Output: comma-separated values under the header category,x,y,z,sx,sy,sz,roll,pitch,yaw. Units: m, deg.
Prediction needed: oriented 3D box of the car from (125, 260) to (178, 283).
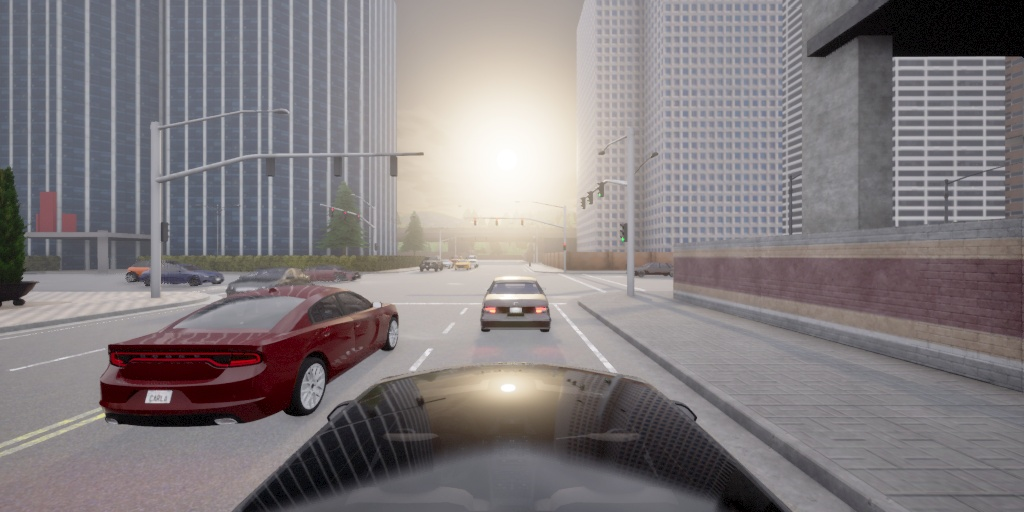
category,x,y,z,sx,sy,sz,roll,pitch,yaw
car,-26.189,1.103,27.183,4.553,1.767,2.097,0,0,0

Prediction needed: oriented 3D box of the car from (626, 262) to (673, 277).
category,x,y,z,sx,sy,sz,roll,pitch,yaw
car,13.914,1.297,34.780,5.357,1.411,2.033,0,0,0

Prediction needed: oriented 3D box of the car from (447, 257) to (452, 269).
category,x,y,z,sx,sy,sz,roll,pitch,yaw
car,-10.549,1.276,56.936,1.812,1.442,4.674,0,0,0

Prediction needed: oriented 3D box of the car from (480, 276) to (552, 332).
category,x,y,z,sx,sy,sz,roll,pitch,yaw
car,0.090,1.297,10.801,2.033,1.411,5.357,0,0,0

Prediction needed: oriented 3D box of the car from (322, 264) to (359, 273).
category,x,y,z,sx,sy,sz,roll,pitch,yaw
car,-13.826,1.315,27.307,4.181,1.385,1.994,0,0,-1

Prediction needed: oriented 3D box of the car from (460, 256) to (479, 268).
category,x,y,z,sx,sy,sz,roll,pitch,yaw
car,-7.028,0.972,61.844,2.150,2.045,5.566,0,0,0

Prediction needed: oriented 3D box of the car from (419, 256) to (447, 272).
category,x,y,z,sx,sy,sz,roll,pitch,yaw
car,-10.568,0.972,47.397,2.150,2.045,5.566,0,0,0

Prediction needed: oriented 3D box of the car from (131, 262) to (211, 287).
category,x,y,z,sx,sy,sz,roll,pitch,yaw
car,-21.765,1.276,23.710,4.674,1.442,1.812,0,0,0

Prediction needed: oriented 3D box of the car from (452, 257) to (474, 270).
category,x,y,z,sx,sy,sz,roll,pitch,yaw
car,-7.061,1.228,52.003,1.882,1.535,5.008,0,0,0

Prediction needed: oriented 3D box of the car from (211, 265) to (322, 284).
category,x,y,z,sx,sy,sz,roll,pitch,yaw
car,-10.702,1.241,16.184,2.128,1.511,4.902,1,0,-10

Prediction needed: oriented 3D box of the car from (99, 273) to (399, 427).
category,x,y,z,sx,sy,sz,roll,pitch,yaw
car,-3.440,1.228,5.988,1.882,1.535,5.008,0,0,0
